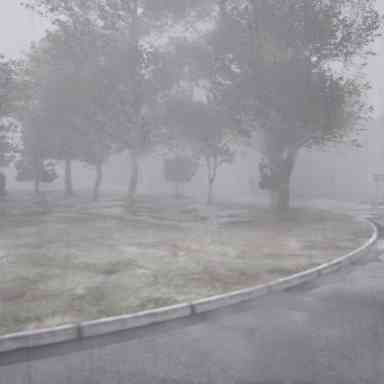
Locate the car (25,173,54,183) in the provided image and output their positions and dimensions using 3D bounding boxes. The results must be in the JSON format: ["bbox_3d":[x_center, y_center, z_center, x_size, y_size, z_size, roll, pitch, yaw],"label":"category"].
[{"bbox_3d":[-31.934,-2.712,70.772,2.231,1.521,4.892,6,6,34],"label":"car"}]
